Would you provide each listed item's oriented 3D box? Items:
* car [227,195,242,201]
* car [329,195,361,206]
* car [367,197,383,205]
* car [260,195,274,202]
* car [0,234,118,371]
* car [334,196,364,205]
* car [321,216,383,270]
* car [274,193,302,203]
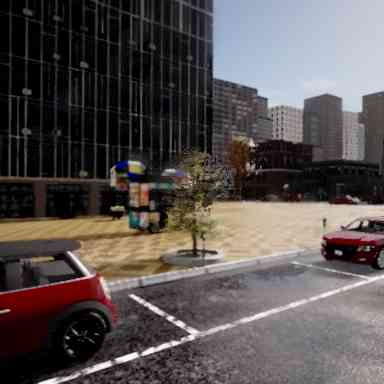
[{"bbox_3d":[9.960,1.407,79.856,1.967,1.590,4.097,0,0,-35],"label":"car"},{"bbox_3d":[21.941,1.189,47.634,1.967,1.590,4.097,0,0,-35],"label":"car"},{"bbox_3d":[29.644,1.376,51.684,1.947,1.339,4.313,0,0,-35],"label":"car"},{"bbox_3d":[16.326,1.356,70.762,1.967,1.590,4.097,0,0,-35],"label":"car"},{"bbox_3d":[-3.166,1.441,4.246,4.097,1.590,1.967,0,1,-36],"label":"car"},{"bbox_3d":[26.522,1.417,56.188,1.802,1.307,4.206,0,0,-35],"label":"car"},{"bbox_3d":[6.024,1.476,10.806,4.507,1.381,1.887,0,1,-36],"label":"car"},{"bbox_3d":[19.515,1.205,66.219,2.192,1.841,5.009,0,0,-35],"label":"car"}]
